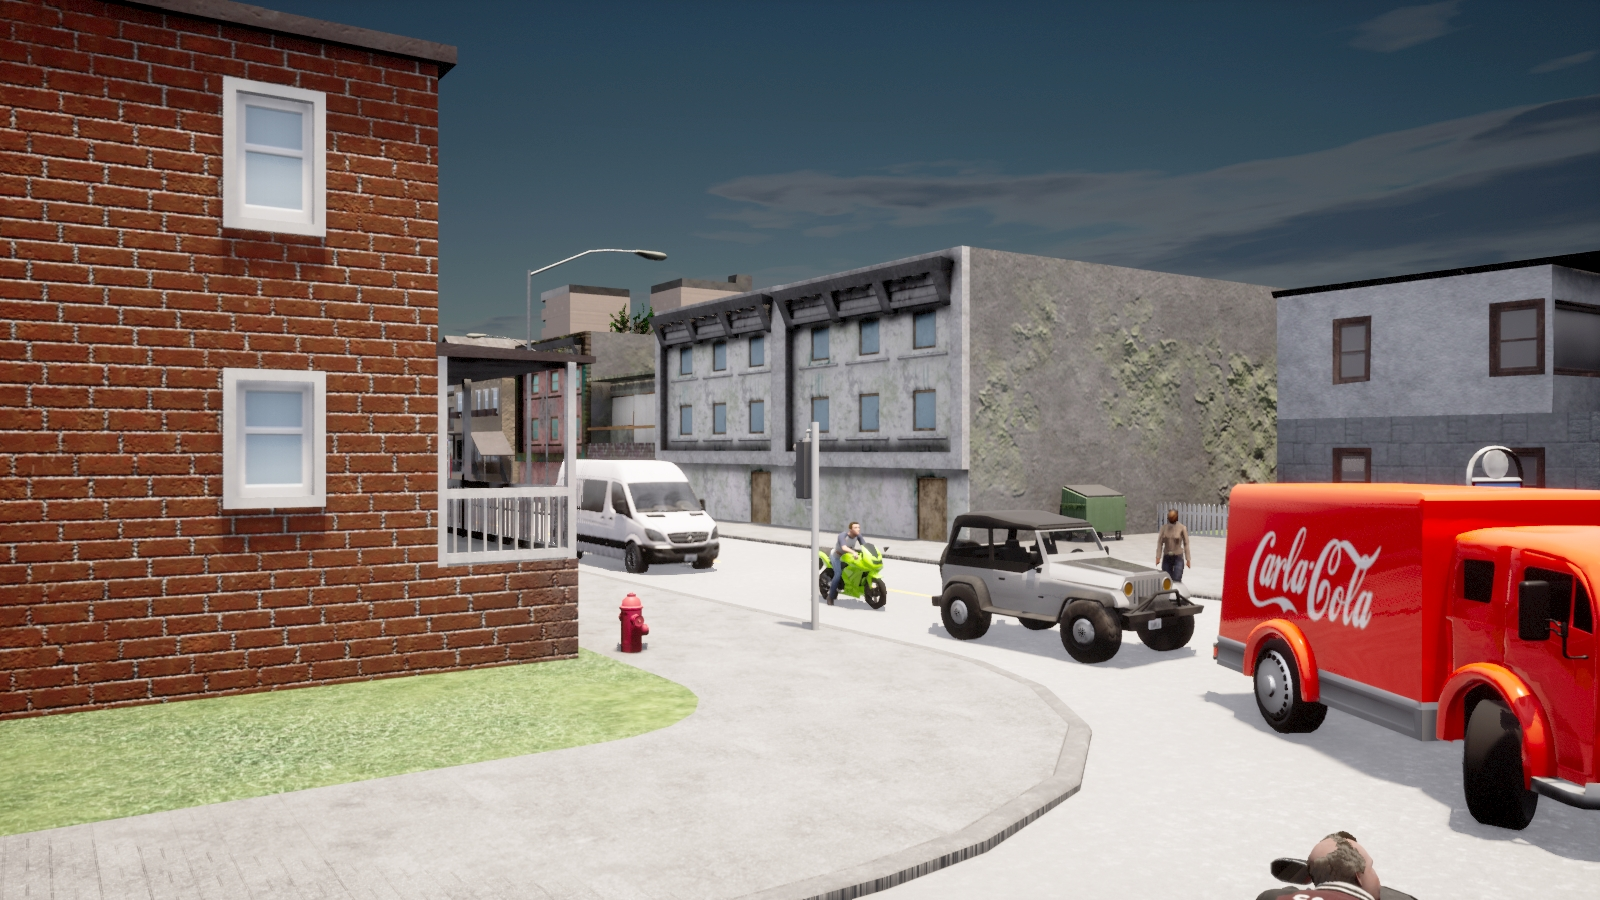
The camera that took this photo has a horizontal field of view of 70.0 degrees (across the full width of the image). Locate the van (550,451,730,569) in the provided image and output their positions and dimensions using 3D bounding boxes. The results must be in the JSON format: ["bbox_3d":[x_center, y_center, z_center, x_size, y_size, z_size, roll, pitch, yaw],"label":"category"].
[{"bbox_3d":[-4.063,1.314,27.980,1.988,2.561,5.915,0,0,-34],"label":"van"}]

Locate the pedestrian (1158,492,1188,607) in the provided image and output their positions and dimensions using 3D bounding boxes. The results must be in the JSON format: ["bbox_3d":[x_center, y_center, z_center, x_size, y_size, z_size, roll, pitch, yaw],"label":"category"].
[{"bbox_3d":[6.168,1.628,18.878,0.375,1.860,0.375,0,0,36],"label":"pedestrian"}]

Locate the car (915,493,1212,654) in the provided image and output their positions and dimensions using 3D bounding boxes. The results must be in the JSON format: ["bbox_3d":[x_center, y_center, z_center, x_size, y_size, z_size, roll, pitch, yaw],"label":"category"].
[{"bbox_3d":[3.680,1.637,16.521,1.905,1.878,3.866,0,0,-36],"label":"car"}]

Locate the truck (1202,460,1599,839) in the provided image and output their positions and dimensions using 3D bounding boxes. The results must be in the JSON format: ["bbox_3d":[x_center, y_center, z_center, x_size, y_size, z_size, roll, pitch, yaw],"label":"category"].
[{"bbox_3d":[6.067,1.348,10.307,2.627,2.467,5.204,0,0,-6],"label":"truck"}]
